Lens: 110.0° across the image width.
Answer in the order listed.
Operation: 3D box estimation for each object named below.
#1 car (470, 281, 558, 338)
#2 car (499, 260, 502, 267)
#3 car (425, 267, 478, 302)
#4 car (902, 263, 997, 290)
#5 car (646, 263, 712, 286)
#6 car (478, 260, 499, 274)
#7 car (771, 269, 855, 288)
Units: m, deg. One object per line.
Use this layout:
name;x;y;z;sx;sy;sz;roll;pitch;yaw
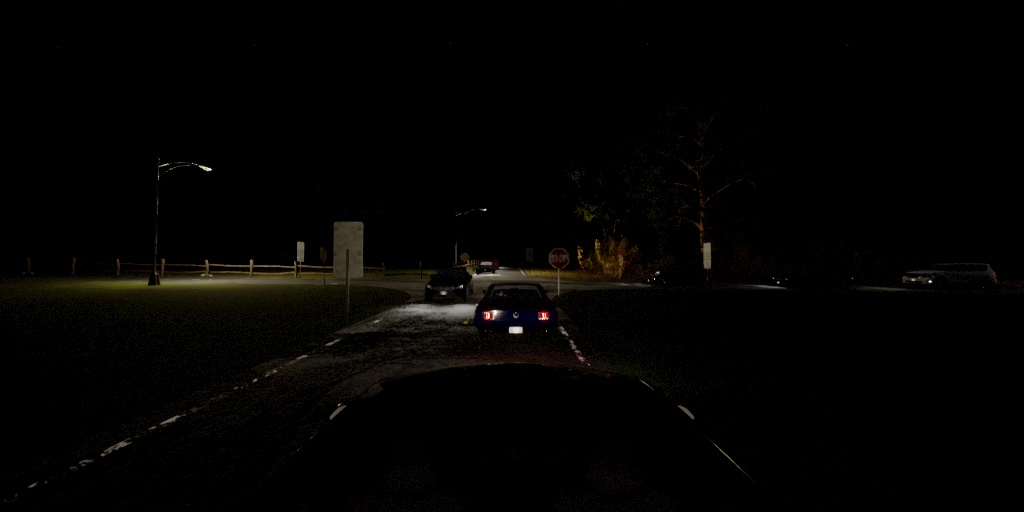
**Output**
car;0.088;1.354;10.166;1.895;1.301;4.718;0;0;0
car;-2.933;1.276;53.521;1.882;1.535;5.008;0;0;0
car;-2.868;1.283;17.304;1.812;1.442;4.674;0;0;0
car;33.925;1.536;27.865;5.566;2.045;2.150;1;-1;0
car;12.818;1.352;27.742;4.553;1.767;2.097;1;-1;1
car;-2.923;1.344;41.154;1.994;1.385;4.181;0;0;0
car;23.267;1.702;27.774;5.357;1.411;2.033;1;-1;0
